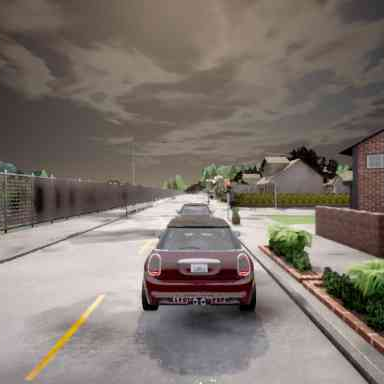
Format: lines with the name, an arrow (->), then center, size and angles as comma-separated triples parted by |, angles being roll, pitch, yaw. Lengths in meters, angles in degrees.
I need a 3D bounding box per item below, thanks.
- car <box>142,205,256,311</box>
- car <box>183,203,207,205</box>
car -> 0.129, 1.352, 7.934 | 2.097, 1.767, 4.553 | 0, 0, 0
car -> 0.171, 1.352, 17.631 | 2.097, 1.767, 4.553 | 0, 0, 0
